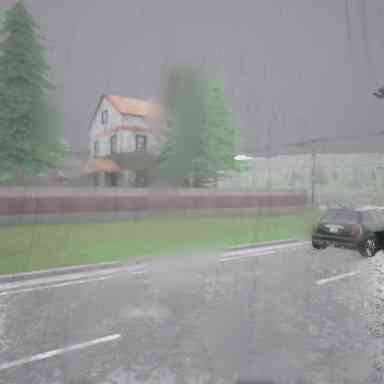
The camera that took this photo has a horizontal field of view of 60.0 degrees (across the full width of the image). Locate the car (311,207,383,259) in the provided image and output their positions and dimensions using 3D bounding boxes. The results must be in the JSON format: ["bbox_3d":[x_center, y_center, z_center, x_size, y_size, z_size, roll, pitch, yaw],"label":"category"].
[{"bbox_3d":[6.742,1.358,12.938,4.553,1.767,2.097,0,0,-35],"label":"car"}]
